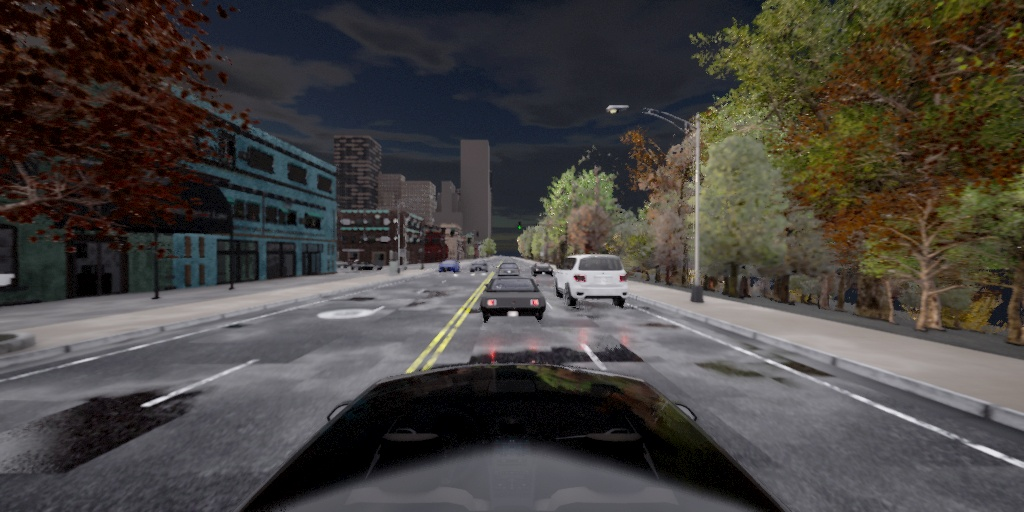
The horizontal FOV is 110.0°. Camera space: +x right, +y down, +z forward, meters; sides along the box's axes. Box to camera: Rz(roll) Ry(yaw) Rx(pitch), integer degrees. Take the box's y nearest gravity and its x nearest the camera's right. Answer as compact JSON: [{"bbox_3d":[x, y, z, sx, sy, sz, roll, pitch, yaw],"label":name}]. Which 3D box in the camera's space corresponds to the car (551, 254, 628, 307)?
[{"bbox_3d":[3.206,0.954,15.450,2.150,2.045,5.566,0,0,-1],"label":"car"}]

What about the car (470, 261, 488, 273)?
[{"bbox_3d":[-3.827,1.267,42.264,1.994,1.385,4.181,0,0,-1],"label":"car"}]

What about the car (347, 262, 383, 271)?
[{"bbox_3d":[-20.657,1.513,51.153,4.313,1.339,1.948,0,0,-1],"label":"car"}]

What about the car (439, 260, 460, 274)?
[{"bbox_3d":[-7.066,1.183,40.873,1.882,1.535,5.008,0,0,-1],"label":"car"}]

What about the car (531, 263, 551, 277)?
[{"bbox_3d":[2.895,1.310,35.299,1.895,1.301,4.718,0,0,-1],"label":"car"}]

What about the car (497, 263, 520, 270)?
[{"bbox_3d":[-0.270,1.263,29.930,2.033,1.411,5.357,0,0,-1],"label":"car"}]

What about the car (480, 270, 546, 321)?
[{"bbox_3d":[0.000,1.337,12.312,1.895,1.301,4.718,0,0,-1],"label":"car"}]
